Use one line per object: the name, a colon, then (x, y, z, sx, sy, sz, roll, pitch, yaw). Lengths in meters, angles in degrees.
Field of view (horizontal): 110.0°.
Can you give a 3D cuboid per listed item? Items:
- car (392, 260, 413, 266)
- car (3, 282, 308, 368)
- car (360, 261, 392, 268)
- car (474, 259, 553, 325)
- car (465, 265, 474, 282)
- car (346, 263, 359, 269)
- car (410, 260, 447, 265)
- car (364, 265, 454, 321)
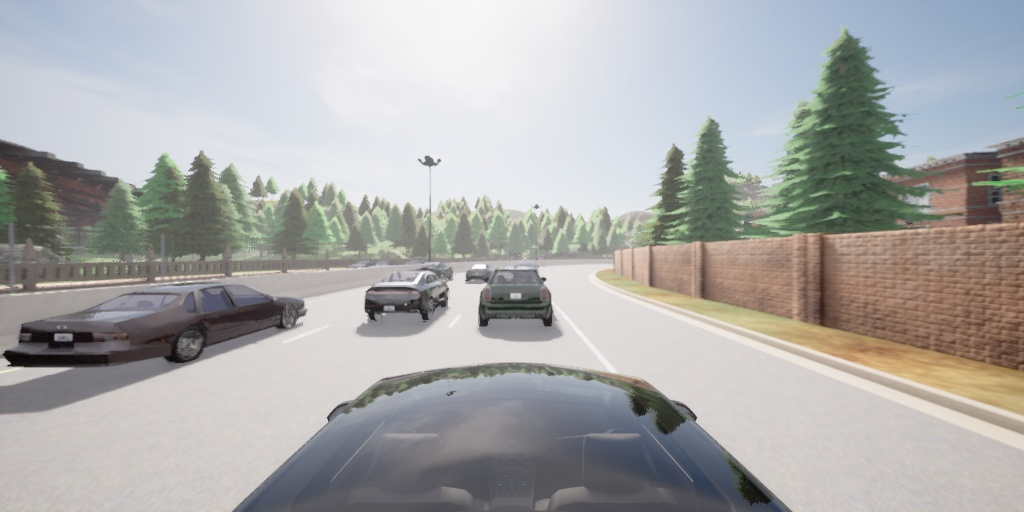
car: (-11.032, 1.202, 40.405, 1.882, 1.535, 5.008, 0, 0, 14)
car: (-6.899, 1.293, 8.024, 2.033, 1.411, 5.357, 0, 0, 0)
car: (-14.516, 1.271, 41.068, 2.033, 1.411, 5.357, 0, 0, 13)
car: (0.104, 1.096, 11.863, 2.097, 1.767, 4.553, 0, 0, 0)
car: (-2.358, 1.296, 28.902, 1.994, 1.385, 4.181, 0, 0, 8)
car: (-17.570, 1.270, 43.194, 2.033, 1.411, 5.357, 0, 0, 14)
car: (-5.973, 1.237, 28.320, 1.837, 1.490, 4.892, 0, 0, 7)
car: (-3.396, 1.234, 12.356, 2.128, 1.511, 4.902, 0, 0, 0)
